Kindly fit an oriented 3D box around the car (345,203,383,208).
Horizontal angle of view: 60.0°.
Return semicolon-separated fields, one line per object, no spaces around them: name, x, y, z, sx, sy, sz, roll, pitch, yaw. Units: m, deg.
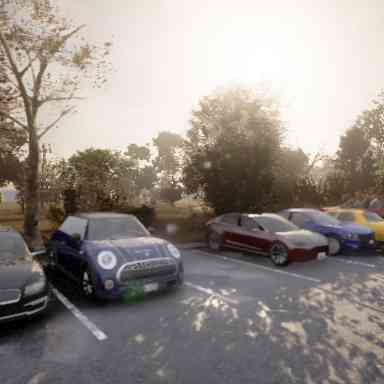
car;6.747;1.429;15.114;1.946;1.575;5.366;0;0;-36

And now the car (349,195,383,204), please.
car;9.103;1.171;16.605;2.435;2.045;5.566;0;0;-36

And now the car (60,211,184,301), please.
car;-2.126;1.344;8.585;2.185;1.767;4.553;0;0;-36

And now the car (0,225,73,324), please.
car;-4.377;1.480;6.945;2.231;1.521;4.892;0;0;-36

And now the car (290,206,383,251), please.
car;4.688;1.442;13.421;2.097;1.535;5.008;0;0;-36

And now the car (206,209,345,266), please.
car;2.441;1.481;11.773;2.163;1.488;4.792;0;0;-36
